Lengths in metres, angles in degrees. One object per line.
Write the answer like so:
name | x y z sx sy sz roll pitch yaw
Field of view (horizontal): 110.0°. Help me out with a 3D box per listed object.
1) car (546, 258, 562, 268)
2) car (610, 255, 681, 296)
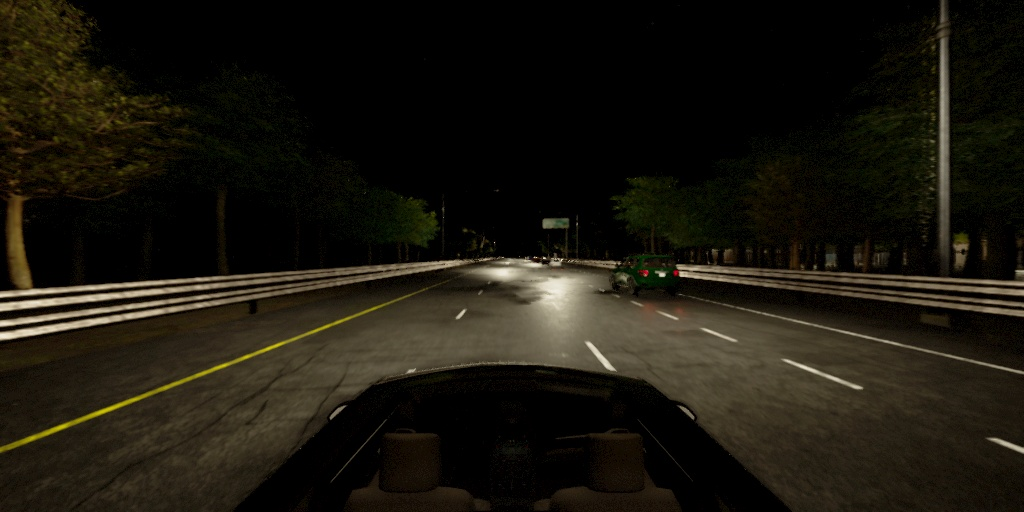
car | 7.177 1.303 59.395 1.812 1.442 4.674 0 0 0
car | 7.015 0.985 19.418 2.150 2.045 5.566 0 0 0
